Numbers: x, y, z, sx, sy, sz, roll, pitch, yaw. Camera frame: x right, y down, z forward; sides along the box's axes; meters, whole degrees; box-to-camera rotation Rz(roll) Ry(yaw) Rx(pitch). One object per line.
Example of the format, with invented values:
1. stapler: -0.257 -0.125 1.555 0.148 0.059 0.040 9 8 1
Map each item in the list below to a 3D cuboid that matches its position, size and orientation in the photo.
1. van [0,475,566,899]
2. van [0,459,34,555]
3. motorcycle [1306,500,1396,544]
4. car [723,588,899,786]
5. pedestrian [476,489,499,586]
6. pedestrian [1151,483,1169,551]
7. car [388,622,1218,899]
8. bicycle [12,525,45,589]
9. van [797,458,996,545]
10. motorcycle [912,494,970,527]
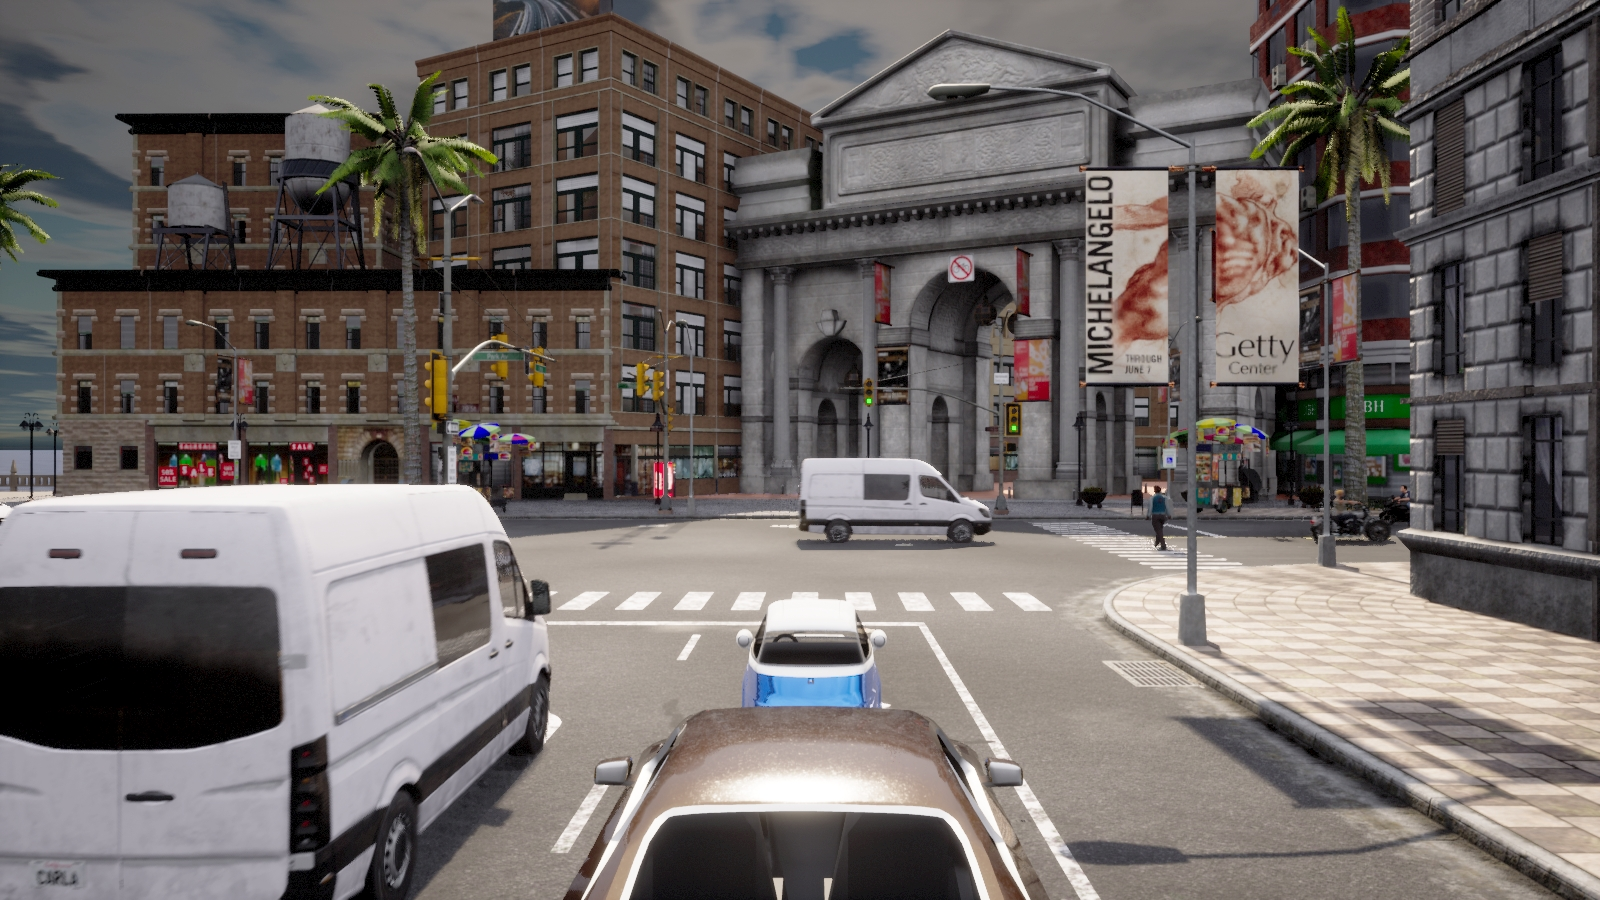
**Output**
1. van: -3.401 1.534 8.699 1.988 2.561 5.915 0 0 0
2. van: -24.259 1.534 31.207 5.915 2.561 1.988 0 0 12
3. motorcycle: 16.731 2.170 34.726 2.356 1.277 0.764 0 0 1
4. car: 0.107 2.120 10.695 1.481 1.376 2.207 0 0 1
5. pedestrian: -6.116 1.704 22.365 0.375 1.860 0.375 0 0 -3
6. pedestrian: 9.958 1.849 31.592 0.375 1.860 0.375 0 0 -3
7. car: 0.037 1.992 5.222 2.152 1.651 5.027 0 0 1
8. bicycle: -16.045 2.210 23.782 0.329 1.171 1.835 0 0 -26
9. van: 2.891 1.534 35.019 5.915 2.561 1.988 0 0 1
10. motorcycle: 5.152 2.213 41.779 2.033 1.145 0.803 0 0 1
